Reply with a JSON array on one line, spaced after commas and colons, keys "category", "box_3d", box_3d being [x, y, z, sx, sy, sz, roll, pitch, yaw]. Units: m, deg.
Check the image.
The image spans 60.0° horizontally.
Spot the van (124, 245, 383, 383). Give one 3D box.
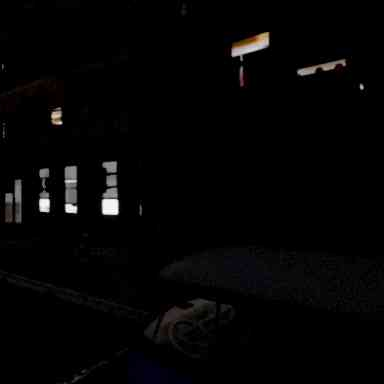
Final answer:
[{"category": "van", "box_3d": [1.338, 1.341, 1.936, 3.998, 1.788, 1.690, 0, -1, 35]}]
